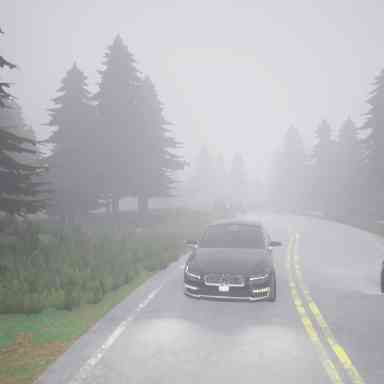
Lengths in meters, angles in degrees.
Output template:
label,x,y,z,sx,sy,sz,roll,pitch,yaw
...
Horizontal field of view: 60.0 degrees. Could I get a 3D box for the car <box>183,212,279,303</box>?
label,x,y,z,sx,sy,sz,roll,pitch,yaw
car,1.105,1.496,8.427,1.837,1.490,4.892,-1,0,13

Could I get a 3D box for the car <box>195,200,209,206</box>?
label,x,y,z,sx,sy,sz,roll,pitch,yaw
car,1.992,1.798,44.873,1.812,1.442,4.674,3,-5,-35

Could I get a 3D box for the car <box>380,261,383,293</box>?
label,x,y,z,sx,sy,sz,roll,pitch,yaw
car,4.501,1.308,4.651,2.097,1.767,4.553,-1,0,9

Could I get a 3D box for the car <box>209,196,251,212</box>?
label,x,y,z,sx,sy,sz,roll,pitch,yaw
car,3.487,1.159,31.414,2.097,1.767,4.553,1,0,-13

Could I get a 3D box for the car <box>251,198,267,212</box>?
label,x,y,z,sx,sy,sz,roll,pitch,yaw
car,6.261,1.409,35.741,1.837,1.490,4.892,2,-1,-15
